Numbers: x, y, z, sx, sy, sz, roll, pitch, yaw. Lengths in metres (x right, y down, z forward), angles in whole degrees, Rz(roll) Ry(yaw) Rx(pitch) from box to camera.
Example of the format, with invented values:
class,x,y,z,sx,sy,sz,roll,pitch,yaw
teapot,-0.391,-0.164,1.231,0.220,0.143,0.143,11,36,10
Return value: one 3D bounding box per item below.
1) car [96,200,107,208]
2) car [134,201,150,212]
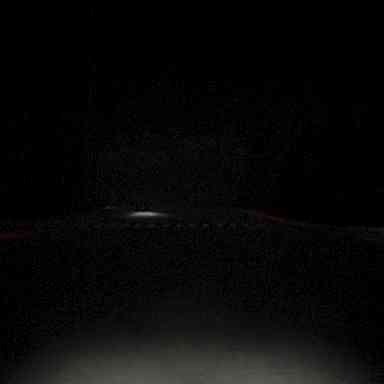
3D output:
class,x,y,z,sx,sy,sz,roll,pitch,yaw
car,-18.897,2.309,64.333,5.357,1.411,2.033,0,-1,31
car,-7.091,2.026,46.978,2.128,1.511,4.902,0,-1,-12
